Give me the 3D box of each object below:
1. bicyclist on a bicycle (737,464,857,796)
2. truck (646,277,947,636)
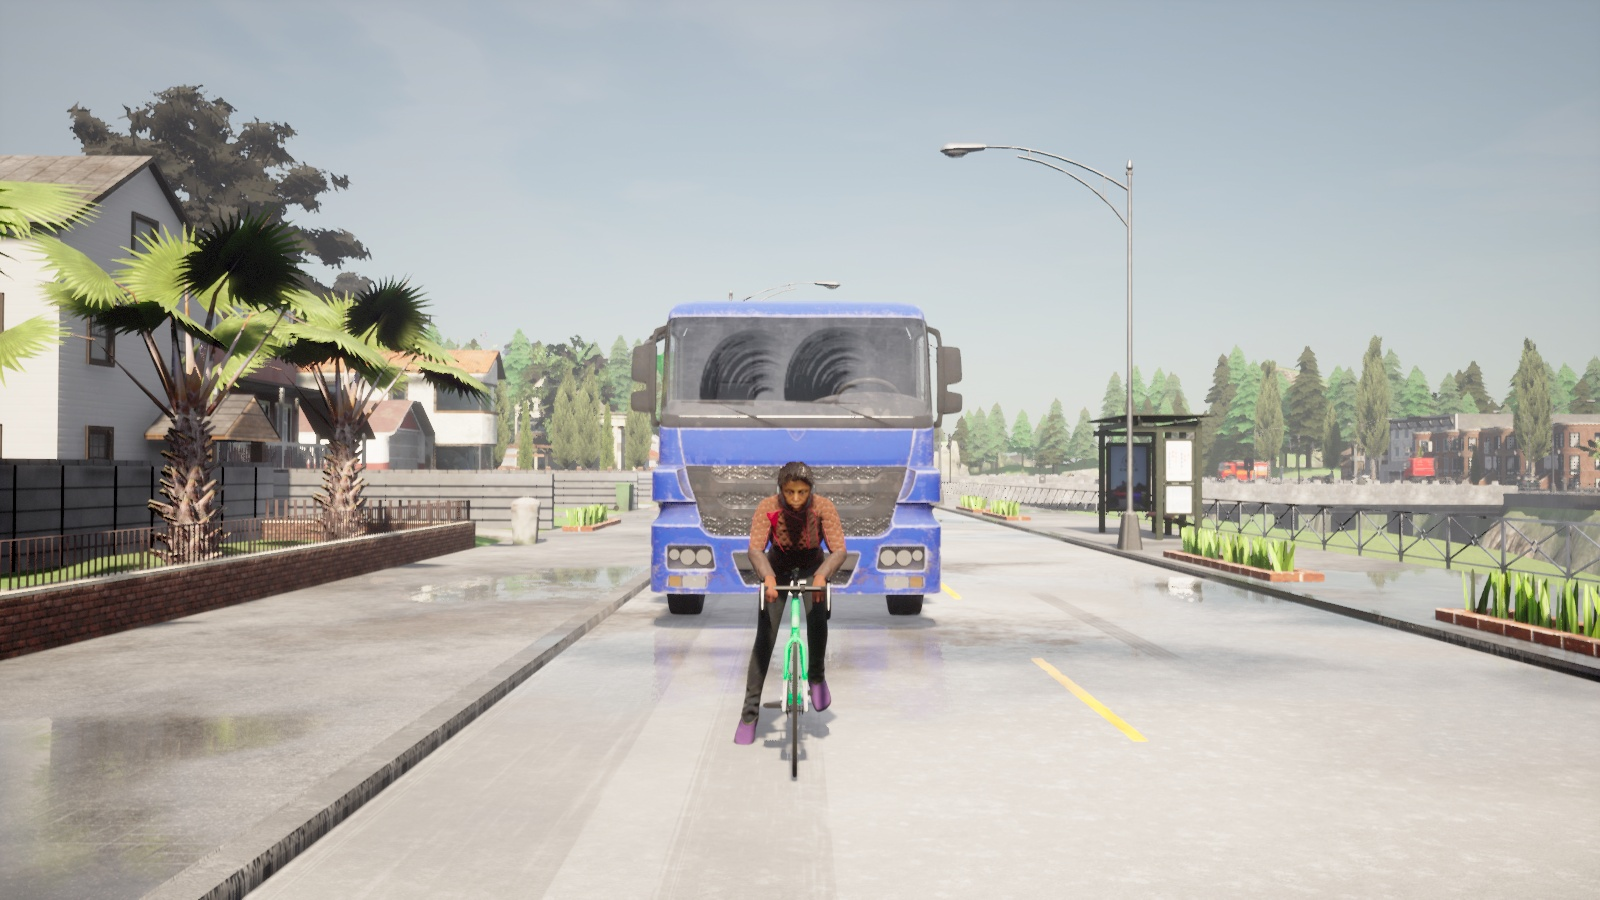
[{"bbox_3d":[-0.018,0.888,6.975,0.582,1.620,1.656,0,-1,0],"label":"bicyclist on a bicycle"},{"bbox_3d":[-0.044,0.108,16.098,2.891,3.462,7.936,0,-1,0],"label":"truck"}]
